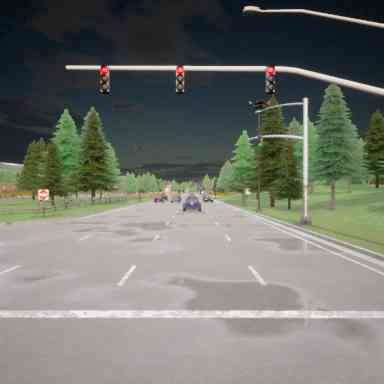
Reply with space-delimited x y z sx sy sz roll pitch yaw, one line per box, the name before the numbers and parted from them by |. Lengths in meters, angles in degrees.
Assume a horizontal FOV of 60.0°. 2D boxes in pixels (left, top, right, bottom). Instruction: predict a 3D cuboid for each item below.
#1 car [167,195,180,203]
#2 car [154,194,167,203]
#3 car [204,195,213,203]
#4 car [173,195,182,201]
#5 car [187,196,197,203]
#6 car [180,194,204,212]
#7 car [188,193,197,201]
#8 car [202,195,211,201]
car | -3.486 1.531 70.363 2.033 1.411 5.357 0 0 0
car | -6.986 1.517 70.781 1.812 1.442 4.674 0 0 0
car | 3.514 1.588 70.809 1.895 1.301 4.718 0 0 0
car | -3.484 1.372 80.783 2.033 1.411 5.357 0 0 0
car | 0.014 1.544 70.746 1.994 1.385 4.181 0 0 0
car | 0.008 1.352 39.720 2.097 1.767 4.553 0 0 0
car | 0.016 1.188 80.753 2.097 1.767 4.553 0 0 0
car | 3.516 1.372 80.782 2.033 1.411 5.357 0 0 0
